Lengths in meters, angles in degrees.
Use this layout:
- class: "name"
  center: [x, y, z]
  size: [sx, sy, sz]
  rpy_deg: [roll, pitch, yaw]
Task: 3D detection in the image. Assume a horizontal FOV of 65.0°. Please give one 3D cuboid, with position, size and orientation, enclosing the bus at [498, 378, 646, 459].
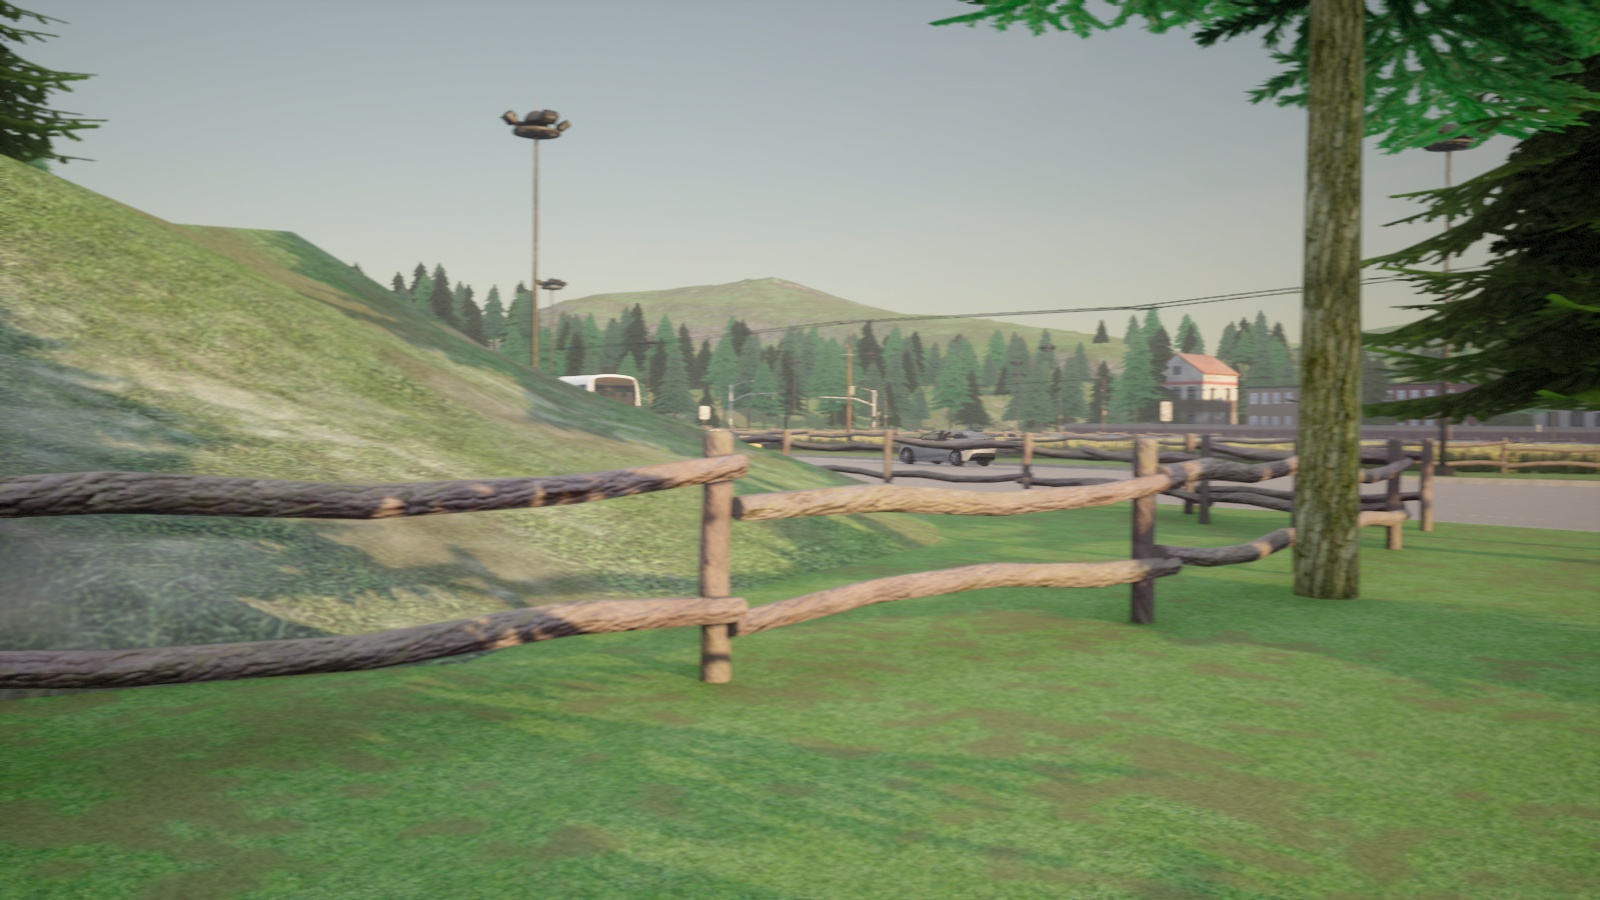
- class: "bus"
  center: [-13.172, -1.737, 71.710]
  size: [3.944, 4.253, 10.273]
  rpy_deg: [-1, 1, -38]

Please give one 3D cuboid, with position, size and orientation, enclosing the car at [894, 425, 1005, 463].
- class: "car"
  center: [6.225, -0.267, 52.669]
  size: [2.007, 1.525, 4.514]
  rpy_deg: [-1, 1, -38]
